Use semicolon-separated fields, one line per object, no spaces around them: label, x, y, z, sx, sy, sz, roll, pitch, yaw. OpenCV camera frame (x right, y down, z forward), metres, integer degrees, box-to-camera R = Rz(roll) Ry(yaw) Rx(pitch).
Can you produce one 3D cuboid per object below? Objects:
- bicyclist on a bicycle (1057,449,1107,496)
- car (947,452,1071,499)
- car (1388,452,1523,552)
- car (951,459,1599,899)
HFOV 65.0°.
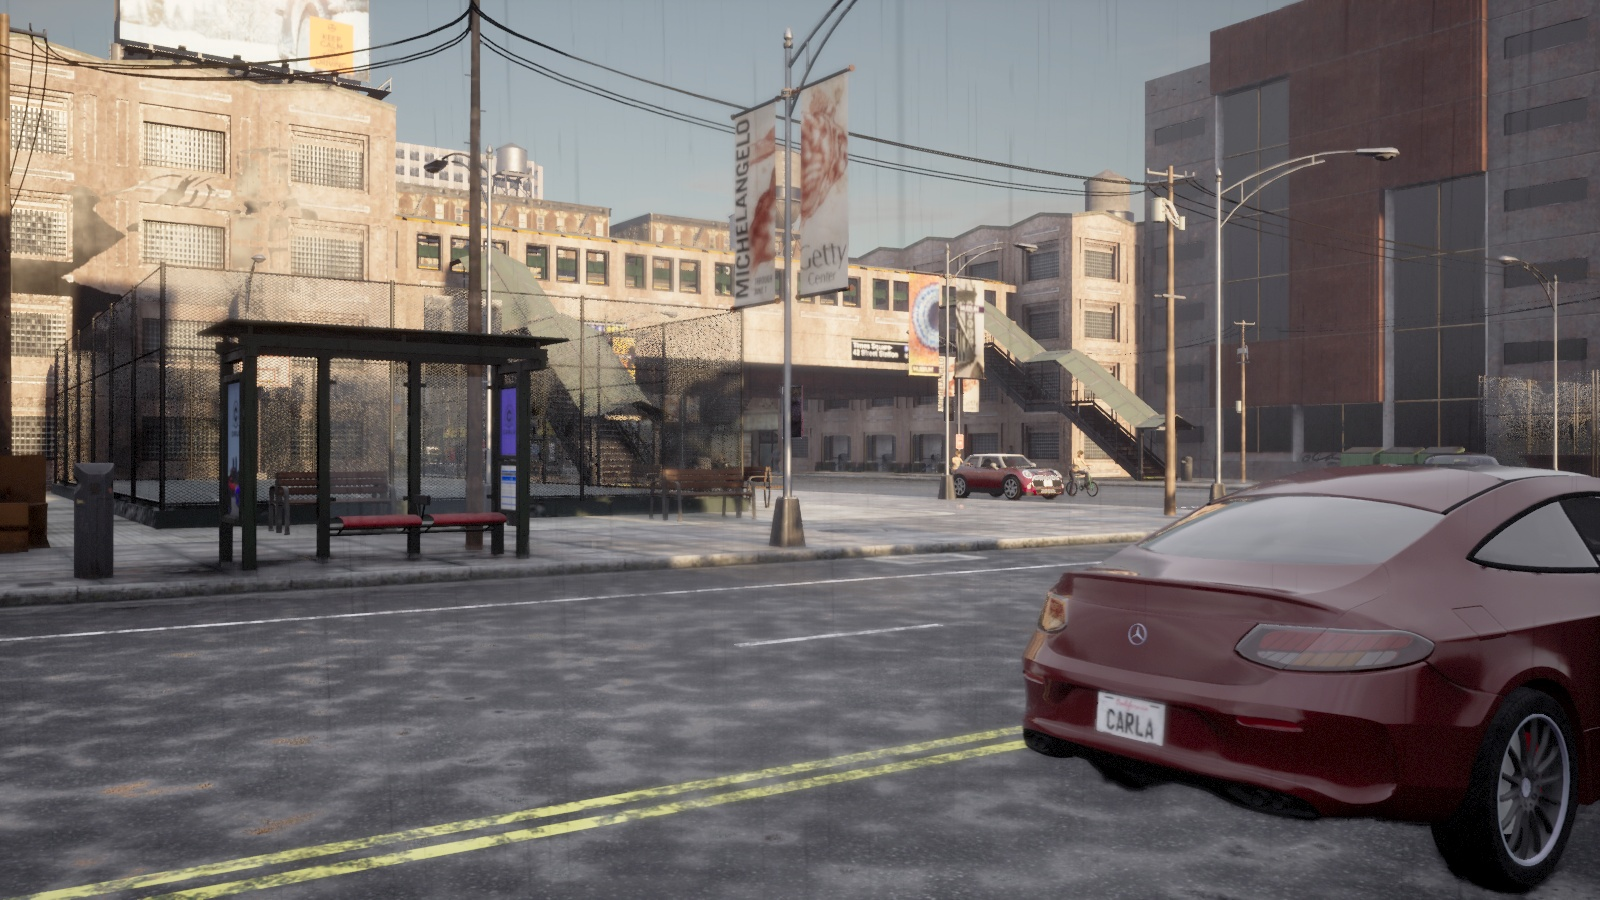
bicyclist on a bicycle;9.808;0.767;43.643;0.866;1.612;1.509;0;0;-35
car;6.890;0.798;41.720;1.970;1.475;3.806;0;0;-34
car;11.034;0.785;21.012;1.845;1.501;3.633;0;0;30
car;3.056;0.778;5.774;4.674;1.442;1.812;0;0;-35
